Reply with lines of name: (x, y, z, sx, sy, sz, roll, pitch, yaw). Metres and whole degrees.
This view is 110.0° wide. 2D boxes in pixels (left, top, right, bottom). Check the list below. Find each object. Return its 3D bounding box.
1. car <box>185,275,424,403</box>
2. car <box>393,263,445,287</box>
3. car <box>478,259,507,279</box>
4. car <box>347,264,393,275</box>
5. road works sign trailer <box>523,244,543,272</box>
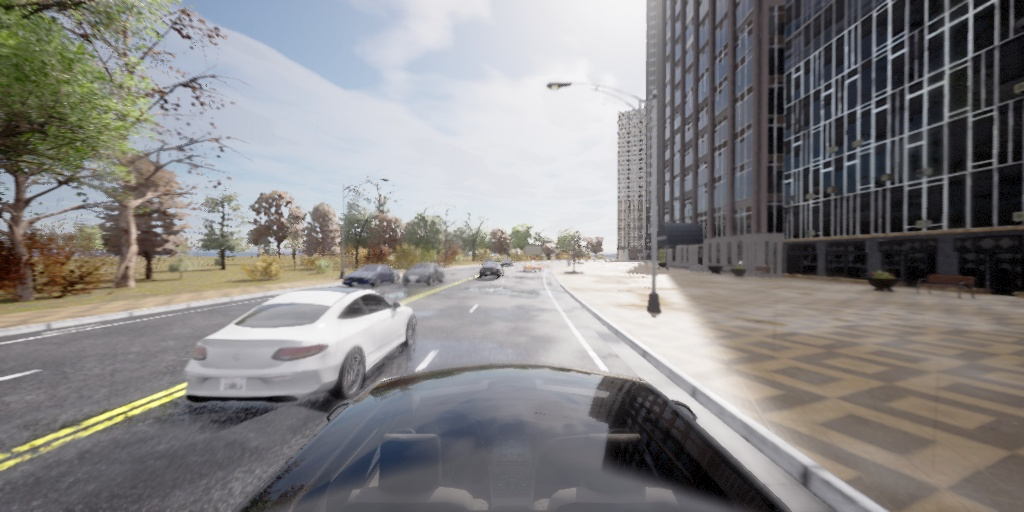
car: (-3.093, 1.262, 6.303, 1.812, 1.442, 4.674, 0, 0, 0)
car: (-5.887, 1.218, 24.331, 2.128, 1.511, 4.902, 0, 0, 4)
car: (-1.837, 1.274, 32.827, 1.812, 1.442, 4.674, 0, 0, 5)
car: (-9.181, 1.258, 23.955, 2.033, 1.411, 5.357, 0, 0, 4)
road works sign trailer: (2.733, 0.240, 46.914, 2.380, 3.560, 2.880, 0, 0, 8)
